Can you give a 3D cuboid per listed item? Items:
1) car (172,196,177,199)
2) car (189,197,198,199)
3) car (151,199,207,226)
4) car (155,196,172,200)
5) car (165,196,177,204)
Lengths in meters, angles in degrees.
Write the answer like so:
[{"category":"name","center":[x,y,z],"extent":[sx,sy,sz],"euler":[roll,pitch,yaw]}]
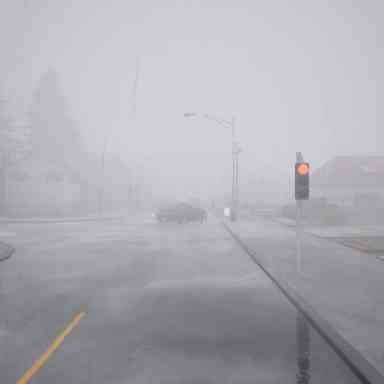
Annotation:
[{"category":"car","center":[-3.934,1.352,52.306],"extent":[2.097,1.767,4.553],"euler":[0,0,0]},{"category":"car","center":[0.254,1.491,50.532],"extent":[2.128,1.511,4.902],"euler":[0,0,0]},{"category":"car","center":[-0.642,1.491,23.416],"extent":[2.128,1.511,4.902],"euler":[1,0,29]},{"category":"car","center":[-3.971,1.505,42.263],"extent":[1.837,1.490,4.892],"euler":[0,0,0]},{"category":"car","center":[-3.869,1.477,62.378],"extent":[1.882,1.535,5.008],"euler":[0,0,1]}]
